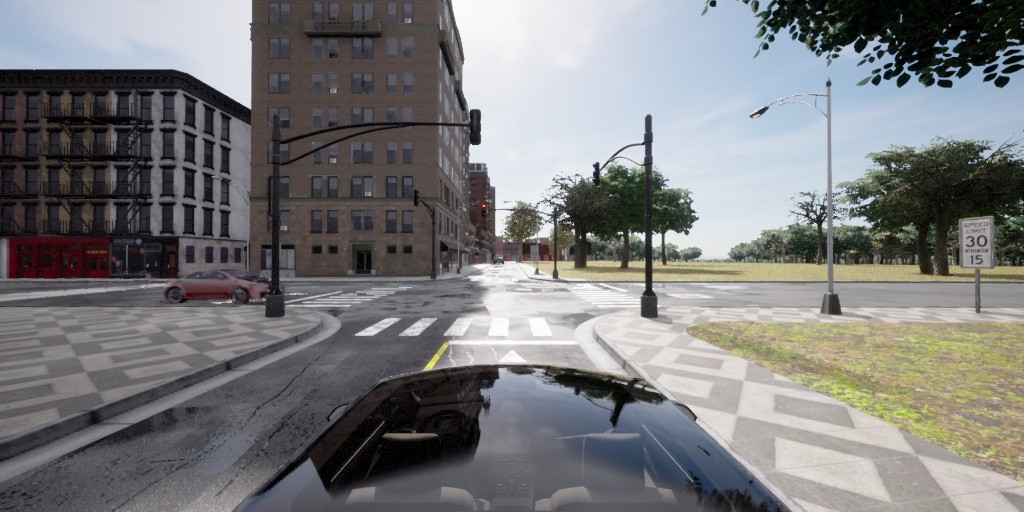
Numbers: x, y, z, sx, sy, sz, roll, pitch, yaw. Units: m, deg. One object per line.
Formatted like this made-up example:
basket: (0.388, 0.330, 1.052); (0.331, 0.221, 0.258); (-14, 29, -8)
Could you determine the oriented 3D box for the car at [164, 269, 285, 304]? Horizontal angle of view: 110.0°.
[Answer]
car: (-12.225, 1.269, 15.426); (4.181, 1.385, 1.994); (0, -1, 0)
